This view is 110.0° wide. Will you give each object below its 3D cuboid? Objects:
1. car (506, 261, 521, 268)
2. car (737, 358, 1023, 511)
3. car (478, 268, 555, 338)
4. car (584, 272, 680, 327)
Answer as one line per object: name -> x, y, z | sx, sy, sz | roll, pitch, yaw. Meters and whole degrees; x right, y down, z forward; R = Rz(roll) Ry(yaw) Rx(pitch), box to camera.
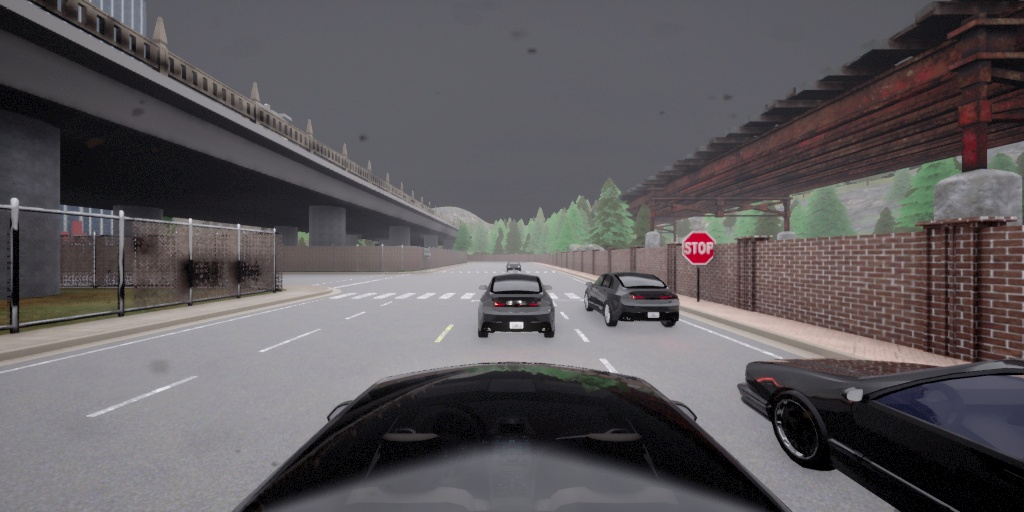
car -> 0.213, 1.351, 46.368 | 1.895, 1.301, 4.718 | 0, 0, -1
car -> 3.600, 1.297, 1.788 | 2.033, 1.411, 5.357 | 0, 0, 0
car -> 0.104, 1.255, 10.177 | 1.837, 1.490, 4.892 | 0, 0, 0
car -> 3.606, 1.255, 11.534 | 1.837, 1.490, 4.892 | 0, 0, 0
